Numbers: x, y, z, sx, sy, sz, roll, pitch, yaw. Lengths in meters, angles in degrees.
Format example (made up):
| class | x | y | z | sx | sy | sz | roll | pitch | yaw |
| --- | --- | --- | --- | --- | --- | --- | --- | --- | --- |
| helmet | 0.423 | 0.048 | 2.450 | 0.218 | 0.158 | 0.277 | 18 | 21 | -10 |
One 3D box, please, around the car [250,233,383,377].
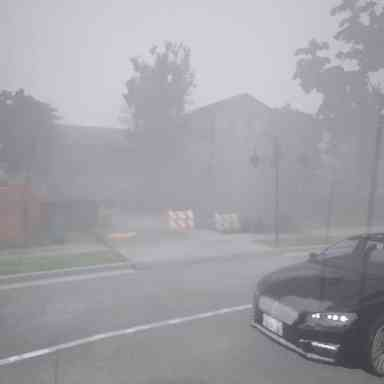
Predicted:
| class | x | y | z | sx | sy | sz | roll | pitch | yaw |
| --- | --- | --- | --- | --- | --- | --- | --- | --- | --- |
| car | 3.240 | 1.475 | 5.460 | 4.902 | 1.511 | 2.128 | 0 | 0 | -27 |
